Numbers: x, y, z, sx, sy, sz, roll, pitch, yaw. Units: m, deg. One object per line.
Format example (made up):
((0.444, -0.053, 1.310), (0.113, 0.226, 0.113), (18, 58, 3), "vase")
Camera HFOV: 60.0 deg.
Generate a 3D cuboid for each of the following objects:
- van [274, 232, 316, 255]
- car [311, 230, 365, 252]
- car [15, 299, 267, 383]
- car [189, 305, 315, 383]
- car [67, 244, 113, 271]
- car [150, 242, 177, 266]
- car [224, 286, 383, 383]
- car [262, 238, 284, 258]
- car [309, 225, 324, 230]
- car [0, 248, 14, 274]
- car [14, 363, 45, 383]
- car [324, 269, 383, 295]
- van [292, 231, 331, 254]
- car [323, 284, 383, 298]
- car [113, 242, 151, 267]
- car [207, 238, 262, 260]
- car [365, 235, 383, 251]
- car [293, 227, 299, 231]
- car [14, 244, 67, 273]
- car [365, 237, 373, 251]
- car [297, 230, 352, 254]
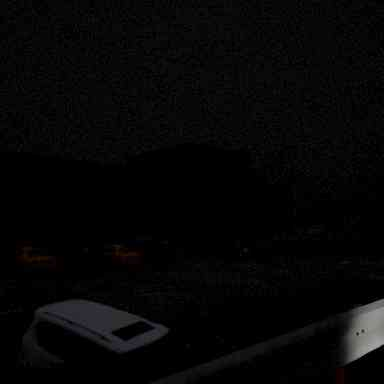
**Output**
((10.889, 5.781, 36.834), (4.442, 1.987, 1.878), (1, -3, 34), "van")
((18.204, 6.384, 41.933), (5.566, 2.045, 2.435), (1, -4, 34), "car")
((-1.404, 3.814, 6.935), (5.566, 2.045, 2.435), (3, -2, 34), "car")
((1.001, 4.279, 8.722), (4.892, 1.521, 2.231), (3, -2, 34), "car")
((-8.186, 4.334, 22.971), (5.008, 1.535, 2.097), (1, -3, 34), "car")
((-3.372, 4.783, 26.405), (4.792, 1.488, 2.163), (1, -4, 34), "car")
((3.441, 4.240, 10.497), (5.566, 2.045, 2.435), (3, -2, 34), "car")
((6.191, 5.592, 33.315), (4.892, 1.521, 2.231), (1, -3, 34), "car")
((24.622, 7.738, 65.895), (2.435, 2.045, 5.566), (2, -2, 36), "car")
((-12.986, 3.914, 19.515), (5.008, 1.535, 2.097), (1, -4, 35), "car")
((-3.920, 3.878, 5.200), (4.792, 1.488, 2.163), (3, -2, 34), "car")
((8.385, 4.670, 13.981), (5.566, 2.045, 2.435), (3, -2, 34), "car")
((13.285, 5.990, 38.557), (4.442, 1.987, 1.878), (1, -3, 34), "van")
((5.741, 4.696, 12.330), (5.366, 1.575, 1.946), (3, -2, 34), "car")
((-5.950, 4.538, 24.789), (5.366, 1.575, 1.946), (1, -3, 34), "car")
((3.771, 5.256, 31.613), (4.553, 1.767, 2.185), (1, -4, 34), "car")
((22.942, 6.799, 45.398), (5.566, 2.045, 2.435), (1, -3, 34), "car")
((21.332, 8.007, 71.026), (1.946, 1.575, 5.366), (1, -3, 36), "car")
((-10.742, 4.119, 21.343), (5.366, 1.575, 1.946), (1, -3, 34), "car")
((20.588, 6.873, 43.653), (4.792, 1.488, 2.163), (1, -4, 34), "car")
((15.807, 6.175, 40.210), (5.566, 2.045, 2.435), (1, -4, 34), "car")
